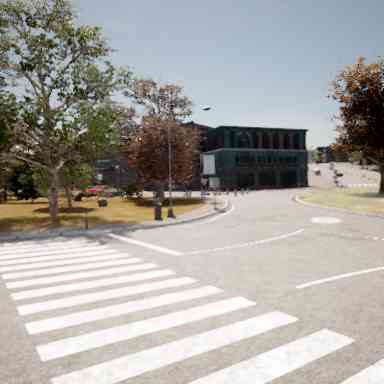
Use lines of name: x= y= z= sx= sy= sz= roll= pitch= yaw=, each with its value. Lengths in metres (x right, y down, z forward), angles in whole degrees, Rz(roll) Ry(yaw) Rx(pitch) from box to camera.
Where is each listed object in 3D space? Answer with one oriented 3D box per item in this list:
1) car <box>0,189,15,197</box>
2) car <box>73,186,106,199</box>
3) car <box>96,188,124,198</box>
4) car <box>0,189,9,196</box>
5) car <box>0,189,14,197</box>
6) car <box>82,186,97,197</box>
car: x=-42.736 y=0.194 z=74.866 sx=2.097 sy=1.535 sz=5.008 roll=0 pitch=3 yaw=19
car: x=-16.866 y=0.035 z=54.898 sx=2.435 sy=2.045 sz=5.566 roll=-2 pitch=1 yaw=16
car: x=-12.060 y=0.212 z=51.364 sx=2.231 sy=1.521 sz=4.892 roll=-1 pitch=2 yaw=16
car: x=-45.059 y=0.154 z=76.729 sx=2.097 sy=1.535 sz=5.008 roll=0 pitch=2 yaw=19
car: x=-38.121 y=0.151 z=71.116 sx=2.185 sy=1.767 sz=4.553 roll=0 pitch=2 yaw=18
car: x=-14.478 y=-0.001 z=53.078 sx=2.435 sy=2.045 sz=5.566 roll=-1 pitch=2 yaw=16
